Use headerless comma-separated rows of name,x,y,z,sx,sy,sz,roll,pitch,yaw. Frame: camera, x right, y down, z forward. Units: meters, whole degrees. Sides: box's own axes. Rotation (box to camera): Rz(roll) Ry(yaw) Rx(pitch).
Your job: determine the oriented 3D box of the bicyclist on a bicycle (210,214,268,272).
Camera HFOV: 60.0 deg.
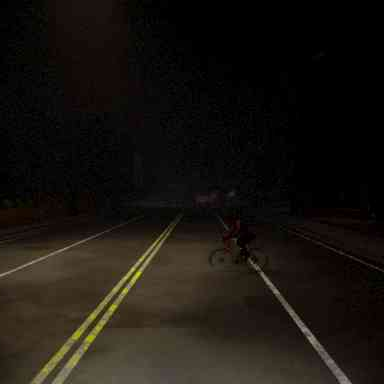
bicyclist on a bicycle,1.308,1.452,9.345,1.656,1.620,0.582,-1,0,1
